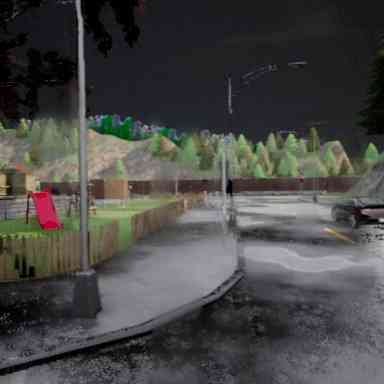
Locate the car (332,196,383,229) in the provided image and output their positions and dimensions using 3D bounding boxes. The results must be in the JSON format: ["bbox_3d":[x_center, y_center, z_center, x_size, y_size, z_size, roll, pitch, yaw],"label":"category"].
[{"bbox_3d":[8.616,0.956,16.948,2.128,1.511,4.902,-1,1,7],"label":"car"}]
